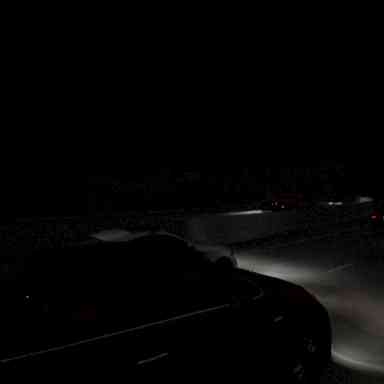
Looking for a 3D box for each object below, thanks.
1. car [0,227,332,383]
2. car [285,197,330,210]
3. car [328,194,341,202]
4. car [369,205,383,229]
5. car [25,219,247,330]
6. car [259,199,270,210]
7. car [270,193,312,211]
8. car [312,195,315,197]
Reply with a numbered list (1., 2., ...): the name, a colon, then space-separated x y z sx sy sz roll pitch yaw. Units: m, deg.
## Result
1. car: -0.461 1.351 3.686 4.553 1.767 2.097 0 0 -37
2. car: 9.976 1.436 28.583 1.812 1.442 4.674 0 0 38
3. car: 28.249 1.260 66.102 1.837 1.490 4.892 0 0 15
4. car: 12.230 1.456 20.031 2.033 1.411 5.357 0 0 41
5. car: -1.044 1.523 7.589 4.674 1.442 1.812 0 0 -37
6. car: 9.672 1.499 40.095 1.895 1.301 4.718 0 0 32
7. car: 10.535 1.123 35.132 2.150 2.045 5.566 0 0 35
8. car: 26.019 1.302 72.930 2.033 1.411 5.357 0 0 9
